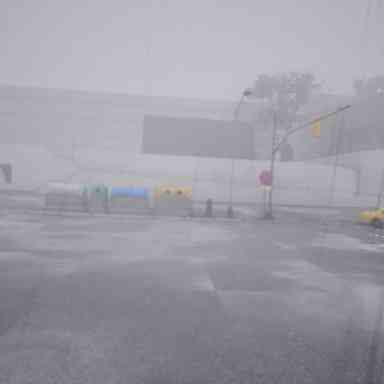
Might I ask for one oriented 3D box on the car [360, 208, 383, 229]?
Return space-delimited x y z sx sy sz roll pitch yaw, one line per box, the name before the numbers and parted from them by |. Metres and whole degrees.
car | 13.039 1.613 20.228 1.946 1.575 5.366 3 0 -25
